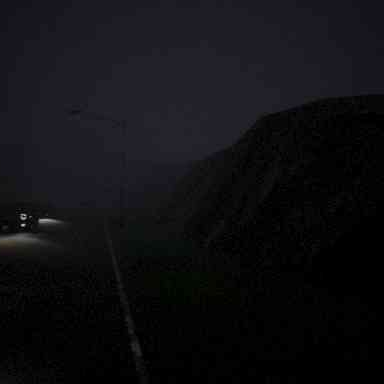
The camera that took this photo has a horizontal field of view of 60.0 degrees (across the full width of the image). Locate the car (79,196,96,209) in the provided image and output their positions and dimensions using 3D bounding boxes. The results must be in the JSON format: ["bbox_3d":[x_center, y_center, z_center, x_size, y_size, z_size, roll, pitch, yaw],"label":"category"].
[{"bbox_3d":[-15.058,1.747,48.558,1.812,1.442,4.674,2,-1,-17],"label":"car"}]

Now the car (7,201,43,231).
[{"bbox_3d":[-10.750,1.366,20.289,2.097,1.767,4.553,2,-1,-16],"label":"car"}]

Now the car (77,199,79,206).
[{"bbox_3d":[-18.862,1.585,58.239,2.097,1.767,4.553,2,-1,-25],"label":"car"}]

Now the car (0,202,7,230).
[{"bbox_3d":[-8.002,1.198,10.664,2.150,2.045,5.566,2,-1,-16],"label":"car"}]

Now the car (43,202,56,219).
[{"bbox_3d":[-13.481,1.615,29.875,1.994,1.385,4.181,2,-1,-16],"label":"car"}]
